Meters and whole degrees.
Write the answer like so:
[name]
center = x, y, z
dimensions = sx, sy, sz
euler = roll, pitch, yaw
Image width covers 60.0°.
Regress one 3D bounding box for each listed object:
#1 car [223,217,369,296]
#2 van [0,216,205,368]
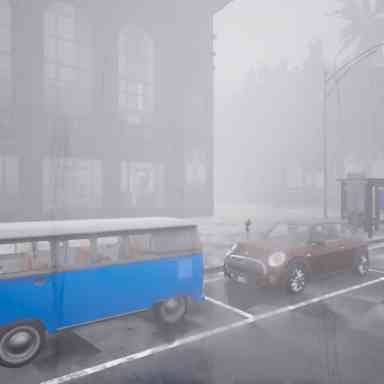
[car]
center = 2.740, 1.438, 8.600
dimensions = 4.097, 1.590, 1.967
euler = 0, 0, -35
[van]
center = -1.680, 1.341, 5.453
dimensions = 3.998, 1.788, 1.690
euler = 0, 0, -35
